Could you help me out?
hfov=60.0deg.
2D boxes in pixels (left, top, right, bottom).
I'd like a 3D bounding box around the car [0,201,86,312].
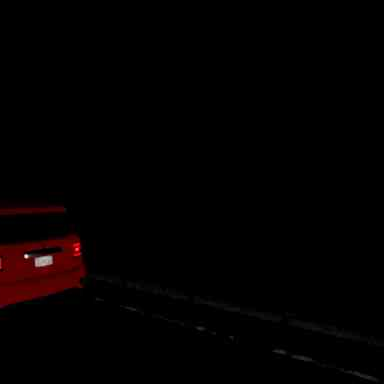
[{"bbox_3d":[-4.590,1.212,6.954,5.566,2.045,2.150,0,0,35],"label":"car"}]
